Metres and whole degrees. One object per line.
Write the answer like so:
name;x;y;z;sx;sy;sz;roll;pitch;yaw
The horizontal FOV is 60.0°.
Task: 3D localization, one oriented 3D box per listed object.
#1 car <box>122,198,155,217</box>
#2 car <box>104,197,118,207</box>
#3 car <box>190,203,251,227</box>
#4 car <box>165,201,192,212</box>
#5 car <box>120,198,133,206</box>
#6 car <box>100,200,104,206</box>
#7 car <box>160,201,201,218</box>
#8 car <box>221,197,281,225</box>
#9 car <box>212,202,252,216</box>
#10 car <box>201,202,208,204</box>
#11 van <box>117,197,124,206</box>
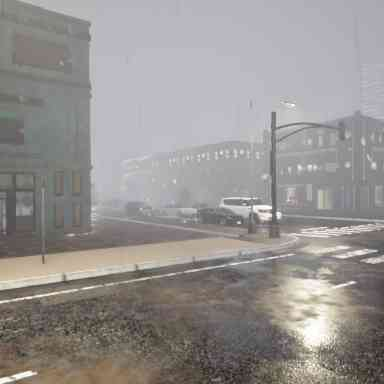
car;-5.691;1.846;36.764;1.967;1.590;4.097;-1;0;-35
car;-14.488;1.939;64.313;2.192;1.841;5.009;-1;0;-35
car;2.082;1.814;25.267;1.947;1.339;4.313;-1;0;-35
car;-1.925;1.965;46.078;1.802;1.307;4.206;-1;0;-35
car;-7.276;1.931;43.677;1.882;1.535;5.008;-1;0;-34
car;-17.622;2.227;68.872;1.887;1.381;4.507;-1;0;-35
car;-1.432;1.938;35.169;1.895;1.301;4.718;-1;0;-35
car;4.437;1.441;26.636;2.150;2.045;5.566;-1;0;-35
car;4.352;1.809;36.960;2.008;1.369;4.403;-2;0;-35
car;1.214;1.903;41.519;1.802;1.307;4.206;-1;0;-35
van;-11.348;1.906;59.754;1.690;1.788;3.998;-1;0;-35
